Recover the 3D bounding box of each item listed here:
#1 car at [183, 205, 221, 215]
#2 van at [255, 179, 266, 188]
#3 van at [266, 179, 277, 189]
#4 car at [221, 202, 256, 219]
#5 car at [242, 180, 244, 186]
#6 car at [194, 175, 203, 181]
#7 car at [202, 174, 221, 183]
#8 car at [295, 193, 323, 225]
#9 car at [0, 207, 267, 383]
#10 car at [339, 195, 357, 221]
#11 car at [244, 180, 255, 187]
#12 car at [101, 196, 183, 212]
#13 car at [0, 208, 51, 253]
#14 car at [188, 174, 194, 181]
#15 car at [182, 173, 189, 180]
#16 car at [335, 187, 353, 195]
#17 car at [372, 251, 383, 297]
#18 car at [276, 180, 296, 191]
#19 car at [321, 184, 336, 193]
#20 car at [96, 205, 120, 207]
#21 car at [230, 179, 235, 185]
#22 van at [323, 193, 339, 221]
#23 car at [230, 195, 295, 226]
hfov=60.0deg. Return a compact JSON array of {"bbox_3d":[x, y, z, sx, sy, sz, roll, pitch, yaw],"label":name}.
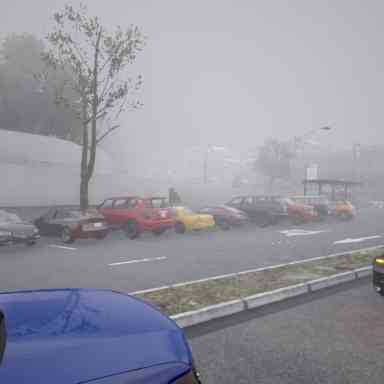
[{"bbox_3d":[-1.273,1.503,19.476,5.366,1.575,1.946,-1,-1,35],"label":"car"},{"bbox_3d":[15.826,-1.764,71.137,1.878,1.987,4.442,7,4,35],"label":"van"},{"bbox_3d":[17.550,-1.491,68.662,1.878,1.987,4.442,7,4,35],"label":"van"},{"bbox_3d":[1.337,1.549,21.098,4.674,1.452,2.002,-1,-1,35],"label":"car"},{"bbox_3d":[12.430,-2.043,76.195,2.002,1.452,4.674,7,4,35],"label":"car"},{"bbox_3d":[3.756,-3.698,88.444,2.435,2.045,5.566,7,3,34],"label":"car"},{"bbox_3d":[5.602,-3.176,86.181,1.946,1.575,5.366,7,3,34],"label":"car"},{"bbox_3d":[6.284,1.267,24.551,5.566,2.045,2.435,-1,-1,35],"label":"car"},{"bbox_3d":[-2.431,1.221,1.402,5.566,2.045,2.150,0,0,-35],"label":"car"},{"bbox_3d":[11.239,1.403,27.961,4.553,1.767,2.185,-1,-1,35],"label":"car"},{"bbox_3d":[14.257,-1.812,73.871,1.946,1.575,5.366,7,3,35],"label":"car"},{"bbox_3d":[-3.596,1.248,17.653,5.566,2.045,2.435,-1,-1,35],"label":"car"},{"bbox_3d":[-8.468,1.493,14.171,4.892,1.521,2.231,-1,-1,35],"label":"car"},{"bbox_3d":[1.967,-3.850,90.914,2.185,1.767,4.553,6,3,34],"label":"car"},{"bbox_3d":[0.242,-4.085,93.387,2.185,1.767,4.553,4,1,34],"label":"car"},{"bbox_3d":[26.186,0.137,56.424,2.002,1.452,4.674,7,3,35],"label":"car"},{"bbox_3d":[5.821,1.515,7.256,4.892,1.490,1.837,0,0,-35],"label":"car"},{"bbox_3d":[19.305,-0.992,66.296,2.231,1.521,4.892,7,3,35],"label":"car"},{"bbox_3d":[24.500,-0.426,58.900,2.435,2.045,5.566,7,3,35],"label":"car"},{"bbox_3d":[-6.045,1.524,15.913,4.792,1.488,2.163,-1,-1,35],"label":"car"},{"bbox_3d":[10.693,-2.317,78.661,2.002,1.452,4.674,7,3,35],"label":"car"},{"bbox_3d":[8.826,1.297,26.216,4.442,1.987,1.878,-1,-1,35],"label":"van"},{"bbox_3d":[3.768,1.263,22.851,5.566,2.045,2.435,-1,-1,35],"label":"car"}]
